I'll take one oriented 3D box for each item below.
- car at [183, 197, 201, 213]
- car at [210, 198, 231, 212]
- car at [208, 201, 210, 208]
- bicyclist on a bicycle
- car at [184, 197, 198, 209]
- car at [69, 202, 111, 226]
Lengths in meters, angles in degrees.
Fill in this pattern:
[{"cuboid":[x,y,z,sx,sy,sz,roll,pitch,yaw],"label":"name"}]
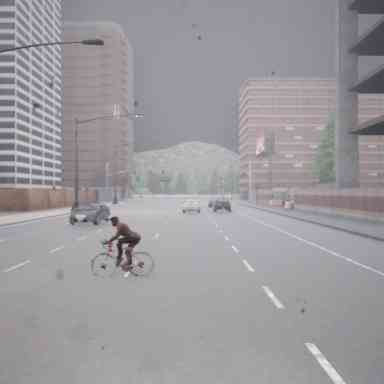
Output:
[{"cuboid":[-0.056,1.526,37.135,1.812,1.442,4.674,0,0,0],"label":"car"},{"cuboid":[3.416,1.505,38.445,1.837,1.490,4.892,0,0,0],"label":"car"},{"cuboid":[3.337,1.601,47.967,1.895,1.301,4.718,0,0,0],"label":"car"},{"cuboid":[-1.832,1.455,8.688,1.656,1.620,0.582,-2,0,0],"label":"bicyclist on a bicycle"},{"cuboid":[-0.106,1.478,47.394,1.882,1.535,5.008,0,0,0],"label":"car"},{"cuboid":[-7.118,1.493,23.645,2.128,1.511,4.902,0,0,0],"label":"car"}]
